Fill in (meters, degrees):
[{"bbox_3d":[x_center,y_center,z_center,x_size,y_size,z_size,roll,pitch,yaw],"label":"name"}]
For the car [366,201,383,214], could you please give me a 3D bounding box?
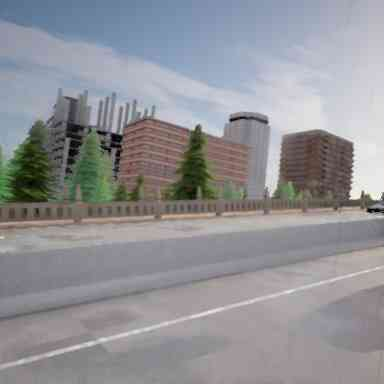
[{"bbox_3d":[21.120,1.719,36.242,5.357,1.411,2.033,0,0,-35],"label":"car"}]
